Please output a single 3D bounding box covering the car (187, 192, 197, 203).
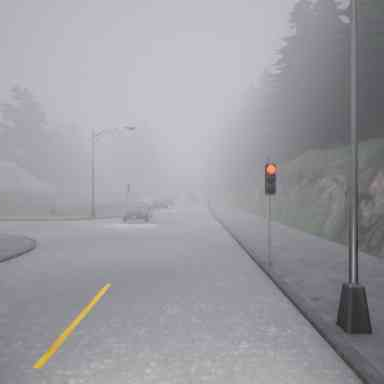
[{"bbox_3d":[-0.014,1.352,68.317,2.097,1.767,4.553,0,0,0],"label":"car"}]

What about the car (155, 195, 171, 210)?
[{"bbox_3d":[-4.093,1.526,43.507,1.812,1.442,4.674,0,0,0],"label":"car"}]

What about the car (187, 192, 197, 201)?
[{"bbox_3d":[-0.016,1.108,78.413,2.150,2.045,5.566,0,0,0],"label":"car"}]

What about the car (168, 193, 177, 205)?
[{"bbox_3d":[-4.094,1.477,57.110,1.882,1.535,5.008,0,0,0],"label":"car"}]

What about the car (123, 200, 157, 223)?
[{"bbox_3d":[-4.105,1.525,25.811,1.812,1.442,4.674,0,0,0],"label":"car"}]

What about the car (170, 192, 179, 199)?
[{"bbox_3d":[-4.015,0.954,73.252,2.150,2.045,5.566,0,0,0],"label":"car"}]
